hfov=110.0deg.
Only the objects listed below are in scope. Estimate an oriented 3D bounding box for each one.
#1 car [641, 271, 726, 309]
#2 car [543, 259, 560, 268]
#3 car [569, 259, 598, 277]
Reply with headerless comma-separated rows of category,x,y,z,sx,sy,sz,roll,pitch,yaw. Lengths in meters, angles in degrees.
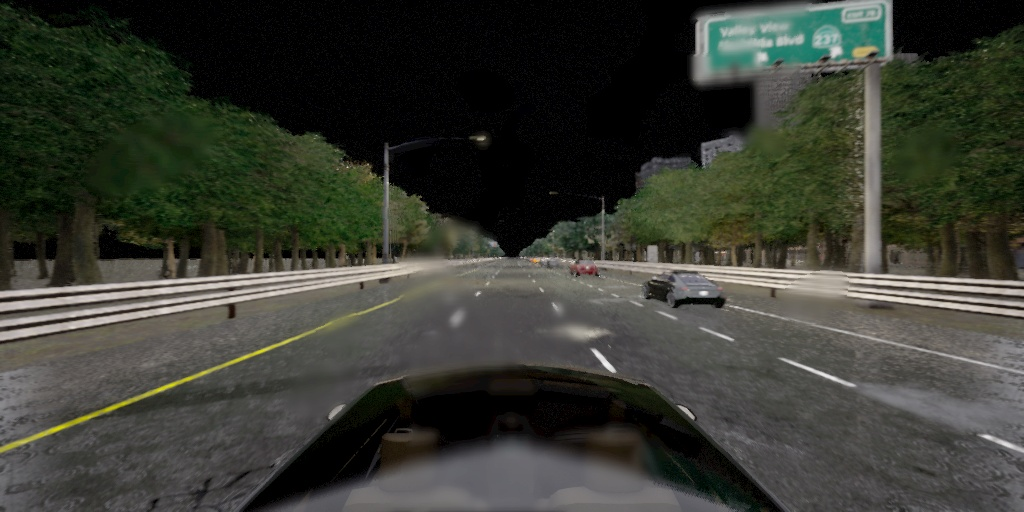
car,6.996,1.323,15.097,1.994,1.385,4.181,0,0,0
car,6.985,1.280,61.359,2.128,1.511,4.902,0,0,0
car,6.992,1.116,35.392,2.097,1.767,4.553,0,0,0
